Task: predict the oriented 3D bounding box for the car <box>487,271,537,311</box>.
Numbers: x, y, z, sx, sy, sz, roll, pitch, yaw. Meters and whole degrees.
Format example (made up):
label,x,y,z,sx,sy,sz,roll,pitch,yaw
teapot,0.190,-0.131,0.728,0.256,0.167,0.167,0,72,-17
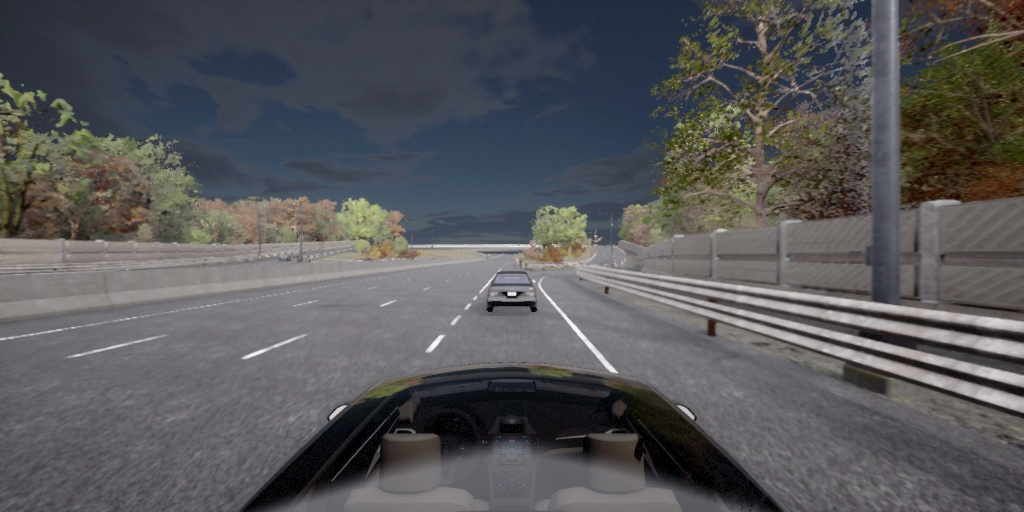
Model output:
label,x,y,z,sx,sy,sz,roll,pitch,yaw
car,0.002,1.307,14.401,2.033,1.411,5.357,0,0,0
